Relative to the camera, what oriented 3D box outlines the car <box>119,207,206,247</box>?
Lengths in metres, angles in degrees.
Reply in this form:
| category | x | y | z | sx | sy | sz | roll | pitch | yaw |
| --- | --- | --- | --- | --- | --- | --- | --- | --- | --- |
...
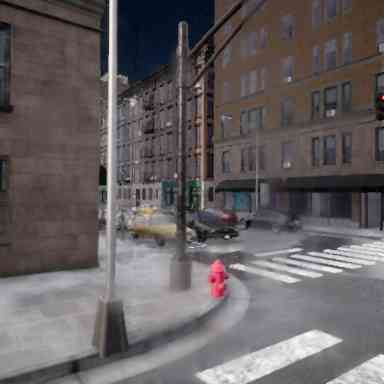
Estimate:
| category | x | y | z | sx | sy | sz | roll | pitch | yaw |
| --- | --- | --- | --- | --- | --- | --- | --- | --- | --- |
| car | -1.591 | 1.678 | 16.082 | 1.752 | 1.417 | 4.829 | 1 | 0 | -35 |

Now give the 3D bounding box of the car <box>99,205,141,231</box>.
| category | x | y | z | sx | sy | sz | roll | pitch | yaw |
| --- | --- | --- | --- | --- | --- | --- | --- | --- | --- |
| car | -4.818 | 1.713 | 20.638 | 2.008 | 1.369 | 4.403 | 1 | 0 | -35 |

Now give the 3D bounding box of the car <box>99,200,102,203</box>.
| category | x | y | z | sx | sy | sz | roll | pitch | yaw |
| --- | --- | --- | --- | --- | --- | --- | --- | --- | --- |
| car | -8.564 | 1.749 | 30.318 | 2.033 | 1.411 | 5.357 | 1 | 0 | -35 |

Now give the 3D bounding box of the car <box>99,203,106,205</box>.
| category | x | y | z | sx | sy | sz | roll | pitch | yaw |
| --- | --- | --- | --- | --- | --- | --- | --- | --- | --- |
| car | -7.947 | 1.737 | 25.055 | 1.947 | 1.339 | 4.313 | 1 | 0 | -35 |

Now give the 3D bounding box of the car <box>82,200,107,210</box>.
| category | x | y | z | sx | sy | sz | roll | pitch | yaw |
| --- | --- | --- | --- | --- | --- | --- | --- | --- | --- |
| car | -13.906 | 1.828 | 47.354 | 2.008 | 1.369 | 4.403 | 1 | 0 | -35 |

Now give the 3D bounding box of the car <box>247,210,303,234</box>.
| category | x | y | z | sx | sy | sz | roll | pitch | yaw |
| --- | --- | --- | --- | --- | --- | --- | --- | --- | --- |
| car | 4.864 | 1.795 | 20.851 | 1.947 | 1.339 | 4.313 | 1 | 0 | -35 |

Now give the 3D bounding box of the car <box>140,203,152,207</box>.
| category | x | y | z | sx | sy | sz | roll | pitch | yaw |
| --- | --- | --- | --- | --- | --- | --- | --- | --- | --- |
| car | -4.619 | 1.780 | 34.241 | 1.752 | 1.417 | 4.829 | 1 | 0 | -35 |

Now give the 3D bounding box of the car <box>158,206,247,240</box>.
| category | x | y | z | sx | sy | sz | roll | pitch | yaw |
| --- | --- | --- | --- | --- | --- | --- | --- | --- | --- |
| car | 0.266 | 1.725 | 17.885 | 2.033 | 1.411 | 5.357 | 1 | 0 | -32 |

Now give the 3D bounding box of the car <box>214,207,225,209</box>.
| category | x | y | z | sx | sy | sz | roll | pitch | yaw |
| --- | --- | --- | --- | --- | --- | --- | --- | --- | --- |
| car | 1.736 | 1.820 | 25.268 | 1.802 | 1.307 | 4.206 | 1 | 0 | -35 |

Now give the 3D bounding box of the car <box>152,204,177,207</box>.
| category | x | y | z | sx | sy | sz | roll | pitch | yaw |
| --- | --- | --- | --- | --- | --- | --- | --- | --- | --- |
| car | -1.393 | 1.812 | 29.685 | 1.947 | 1.339 | 4.313 | 1 | 0 | -35 |
